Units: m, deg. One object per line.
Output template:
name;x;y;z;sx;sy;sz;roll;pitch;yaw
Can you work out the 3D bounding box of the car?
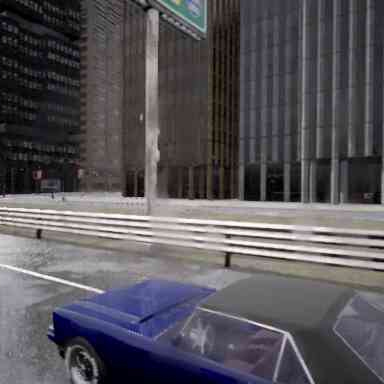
car;0.551;1.600;3.476;4.718;1.301;1.895;0;0;36
